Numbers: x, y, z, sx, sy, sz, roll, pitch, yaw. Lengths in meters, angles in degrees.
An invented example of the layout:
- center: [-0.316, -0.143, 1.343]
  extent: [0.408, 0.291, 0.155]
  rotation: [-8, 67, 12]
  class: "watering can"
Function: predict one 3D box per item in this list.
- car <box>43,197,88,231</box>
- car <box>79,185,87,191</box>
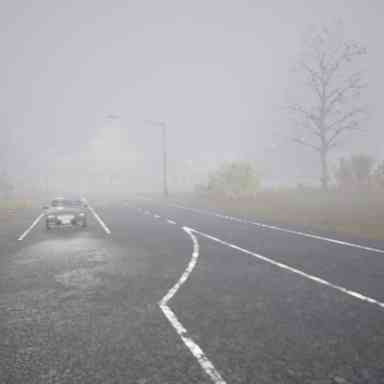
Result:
- center: [-6.575, 1.025, 17.434]
  extent: [2.128, 1.511, 4.902]
  rotation: [-2, 2, -20]
  class: "car"
- center: [-29.600, -1.121, 90.212]
  extent: [2.128, 1.511, 4.902]
  rotation: [-2, 2, -16]
  class: "car"
